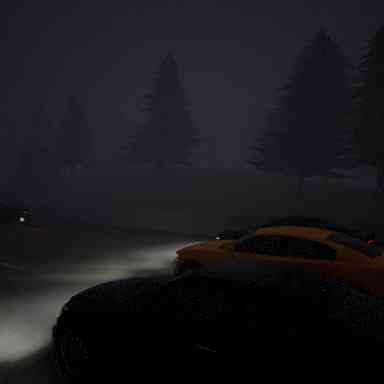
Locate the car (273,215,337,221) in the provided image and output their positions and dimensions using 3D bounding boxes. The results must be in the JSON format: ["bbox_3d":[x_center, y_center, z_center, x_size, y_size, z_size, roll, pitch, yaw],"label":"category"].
[{"bbox_3d":[3.029,1.483,10.431,4.892,1.490,1.837,0,0,36],"label":"car"}]

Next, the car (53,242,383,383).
[{"bbox_3d":[0.406,1.515,3.703,4.674,1.442,1.812,0,0,36],"label":"car"}]

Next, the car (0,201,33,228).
[{"bbox_3d":[-12.094,1.367,21.221,4.892,1.490,1.837,0,0,36],"label":"car"}]

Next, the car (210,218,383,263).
[{"bbox_3d":[1.878,1.462,6.952,5.008,1.535,1.882,0,0,36],"label":"car"}]
